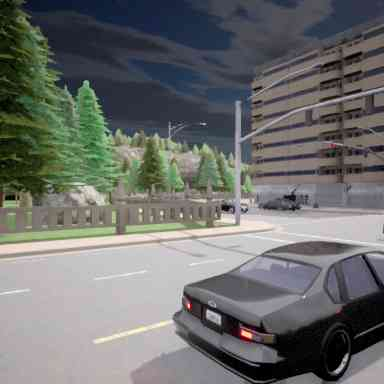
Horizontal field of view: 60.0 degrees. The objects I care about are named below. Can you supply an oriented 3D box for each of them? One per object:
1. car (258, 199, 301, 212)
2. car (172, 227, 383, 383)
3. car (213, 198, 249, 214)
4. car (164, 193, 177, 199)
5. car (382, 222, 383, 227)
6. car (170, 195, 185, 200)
[{"bbox_3d":[9.904,1.492,38.050,2.033,1.411,5.357,0,0,-29],"label":"car"},{"bbox_3d":[2.312,1.547,5.438,5.357,1.411,2.033,0,0,-35],"label":"car"},{"bbox_3d":[3.877,1.436,34.920,2.128,1.511,4.902,0,0,-32],"label":"car"},{"bbox_3d":[-3.495,1.163,57.080,2.150,2.045,5.566,0,0,-1],"label":"car"},{"bbox_3d":[11.278,1.457,16.342,5.008,1.535,1.882,0,0,-35],"label":"car"},{"bbox_3d":[-1.063,1.492,44.349,2.033,1.411,5.357,0,0,-19],"label":"car"}]
